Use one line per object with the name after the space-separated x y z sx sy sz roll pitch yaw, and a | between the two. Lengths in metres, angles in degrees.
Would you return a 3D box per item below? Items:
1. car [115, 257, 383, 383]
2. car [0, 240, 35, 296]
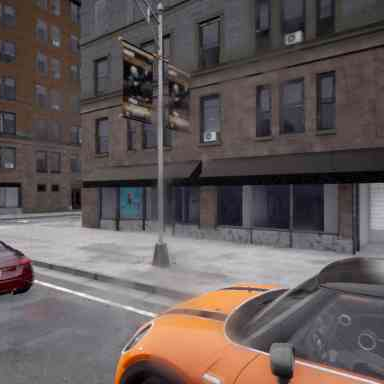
1.486 1.352 2.627 4.553 1.767 2.097 0 0 35 | car
-5.456 1.564 7.558 4.181 1.385 1.994 0 0 36 | car
